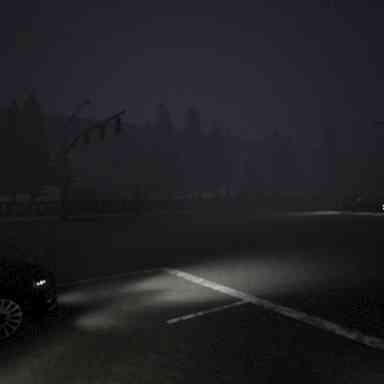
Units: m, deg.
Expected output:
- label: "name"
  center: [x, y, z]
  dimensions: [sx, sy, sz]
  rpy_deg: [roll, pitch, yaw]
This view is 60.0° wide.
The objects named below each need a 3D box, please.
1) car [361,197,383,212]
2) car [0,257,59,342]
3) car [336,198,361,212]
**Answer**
- label: "car"
  center: [20.819, 1.301, 36.020]
  dimensions: [4.553, 1.767, 2.097]
  rpy_deg: [0, 0, -35]
- label: "car"
  center: [-4.571, 1.493, 4.810]
  dimensions: [4.902, 1.511, 2.128]
  rpy_deg: [0, 0, -35]
- label: "car"
  center: [18.741, 1.441, 38.837]
  dimensions: [4.902, 1.511, 2.128]
  rpy_deg: [0, 0, -35]
